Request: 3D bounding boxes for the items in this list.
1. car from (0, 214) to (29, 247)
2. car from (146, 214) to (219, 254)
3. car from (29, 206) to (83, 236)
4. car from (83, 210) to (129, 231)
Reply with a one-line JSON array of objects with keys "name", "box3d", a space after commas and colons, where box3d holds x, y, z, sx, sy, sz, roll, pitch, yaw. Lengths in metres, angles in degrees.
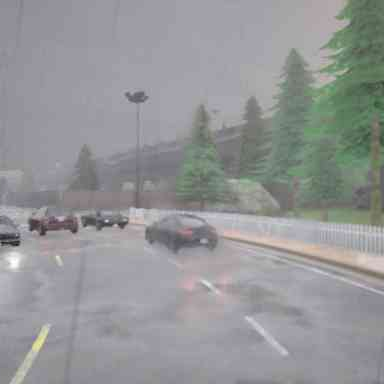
[{"name": "car", "box3d": [-9.456, 1.787, 15.820, 2.033, 1.411, 5.357, 0, -1, -35]}, {"name": "car", "box3d": [-0.541, 1.664, 14.298, 1.812, 1.442, 4.674, 0, -1, -26]}, {"name": "car", "box3d": [-8.778, 1.632, 20.855, 2.097, 1.767, 4.553, 0, -1, -36]}, {"name": "car", "box3d": [-6.157, 1.875, 23.083, 1.895, 1.301, 4.718, 0, -1, -35]}]
